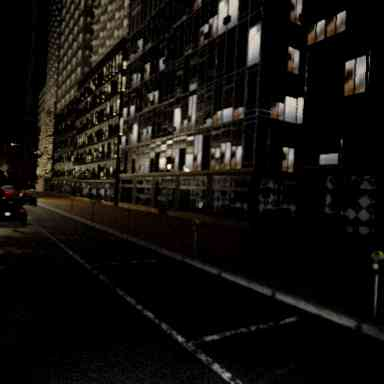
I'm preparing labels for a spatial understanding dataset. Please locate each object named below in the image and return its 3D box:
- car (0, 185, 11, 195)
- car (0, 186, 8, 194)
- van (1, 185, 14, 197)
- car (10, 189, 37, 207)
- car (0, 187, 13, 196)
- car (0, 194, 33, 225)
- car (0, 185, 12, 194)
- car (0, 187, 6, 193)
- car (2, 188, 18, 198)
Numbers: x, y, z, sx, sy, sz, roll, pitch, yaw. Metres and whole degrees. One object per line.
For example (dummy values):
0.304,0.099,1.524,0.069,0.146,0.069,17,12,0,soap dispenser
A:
-37.846,-0.495,66.895,2.192,1.841,5.009,3,0,-32,car
-40.979,-0.437,71.825,1.752,1.417,4.829,3,0,-32,car
-31.785,-0.175,57.320,1.690,1.788,3.998,3,0,-32,van
-16.641,0.766,33.384,2.008,1.369,4.403,3,0,-32,car
-34.827,-0.113,62.107,2.008,1.369,4.403,3,0,-32,car
-10.684,1.053,19.069,1.994,1.385,4.181,3,0,-32,car
-19.260,0.425,32.638,2.097,1.767,4.553,3,0,-32,car
-43.922,-0.523,76.469,1.802,1.307,4.206,3,0,-32,car
-28.765,0.175,52.533,1.887,1.381,4.507,3,0,-32,car
